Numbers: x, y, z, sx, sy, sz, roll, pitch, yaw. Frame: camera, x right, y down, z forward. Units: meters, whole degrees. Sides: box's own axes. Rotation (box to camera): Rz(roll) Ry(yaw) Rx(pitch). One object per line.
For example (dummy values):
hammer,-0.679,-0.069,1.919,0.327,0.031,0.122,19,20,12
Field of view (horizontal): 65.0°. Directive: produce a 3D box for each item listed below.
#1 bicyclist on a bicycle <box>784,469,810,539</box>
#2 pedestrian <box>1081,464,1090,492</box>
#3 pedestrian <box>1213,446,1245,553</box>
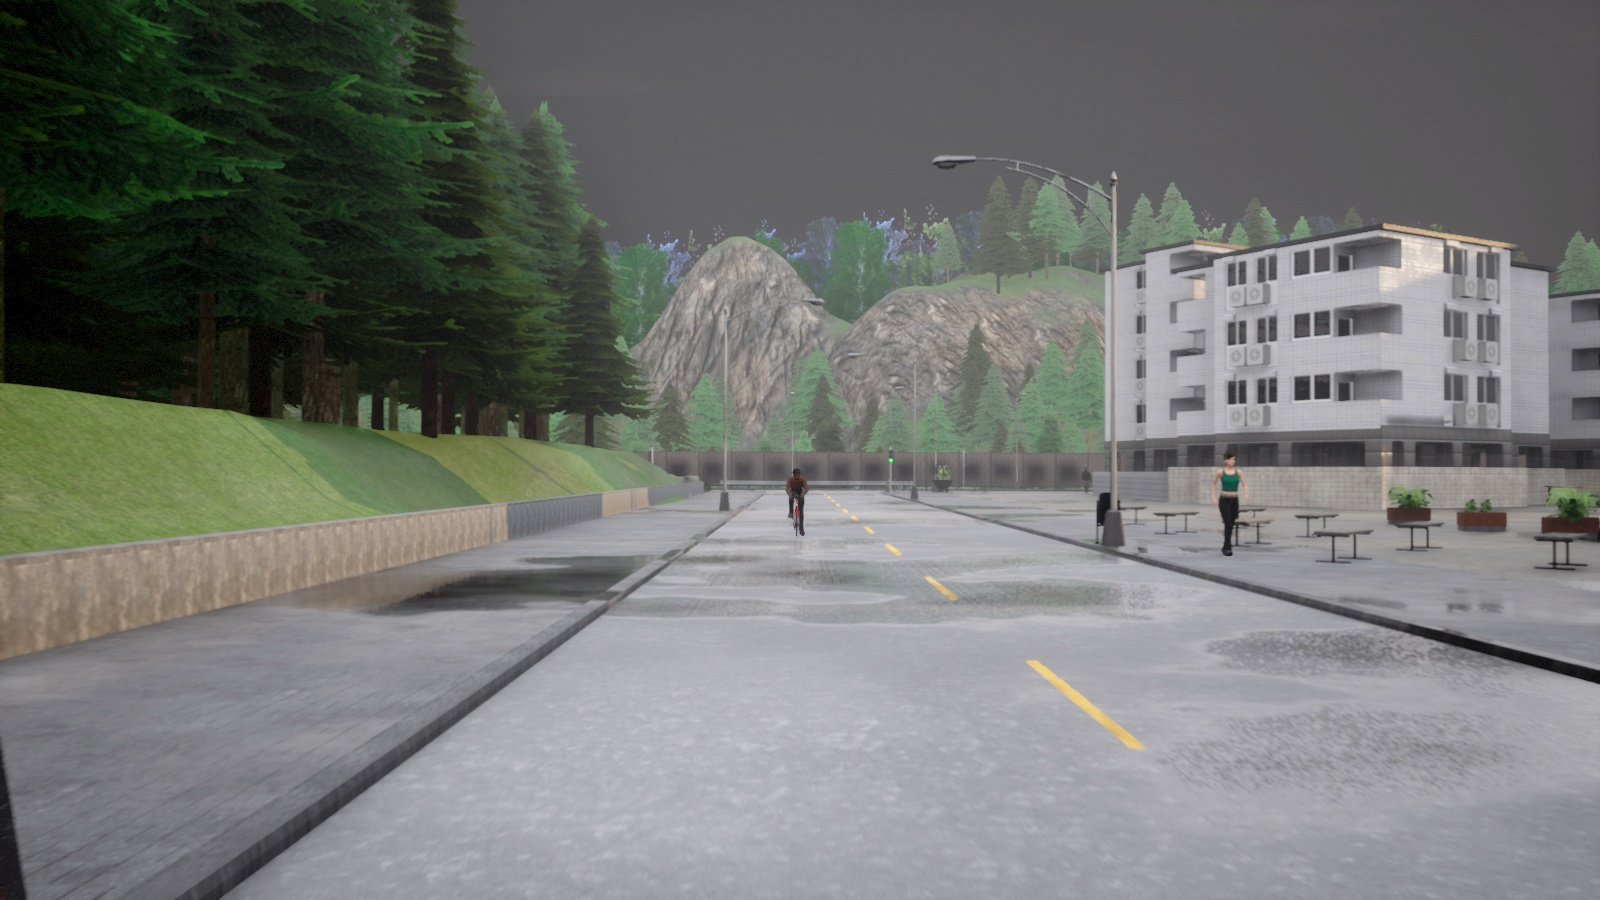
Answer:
bicyclist on a bicycle,-0.071,1.269,29.906,0.582,1.620,1.656,0,-1,0
pedestrian,18.862,1.837,82.907,0.431,1.840,0.703,-1,-1,27
pedestrian,7.457,0.860,21.841,0.345,1.836,0.594,0,-1,0
